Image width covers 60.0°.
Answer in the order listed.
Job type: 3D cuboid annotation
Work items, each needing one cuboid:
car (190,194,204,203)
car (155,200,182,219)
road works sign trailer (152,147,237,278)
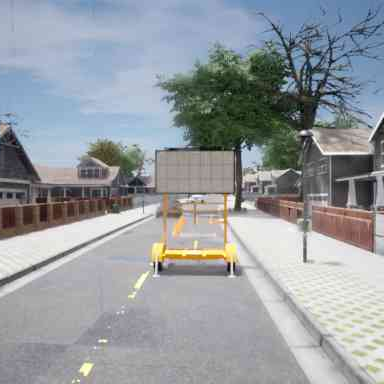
[{"bbox_3d":[0.987,1.000,60.867,2.150,2.045,5.566,0,0,6],"label":"car"},{"bbox_3d":[-1.933,1.455,28.600,1.837,1.490,4.892,0,0,4],"label":"car"},{"bbox_3d":[0.097,0.457,10.144,2.380,3.560,2.880,0,0,2],"label":"road works sign trailer"}]
